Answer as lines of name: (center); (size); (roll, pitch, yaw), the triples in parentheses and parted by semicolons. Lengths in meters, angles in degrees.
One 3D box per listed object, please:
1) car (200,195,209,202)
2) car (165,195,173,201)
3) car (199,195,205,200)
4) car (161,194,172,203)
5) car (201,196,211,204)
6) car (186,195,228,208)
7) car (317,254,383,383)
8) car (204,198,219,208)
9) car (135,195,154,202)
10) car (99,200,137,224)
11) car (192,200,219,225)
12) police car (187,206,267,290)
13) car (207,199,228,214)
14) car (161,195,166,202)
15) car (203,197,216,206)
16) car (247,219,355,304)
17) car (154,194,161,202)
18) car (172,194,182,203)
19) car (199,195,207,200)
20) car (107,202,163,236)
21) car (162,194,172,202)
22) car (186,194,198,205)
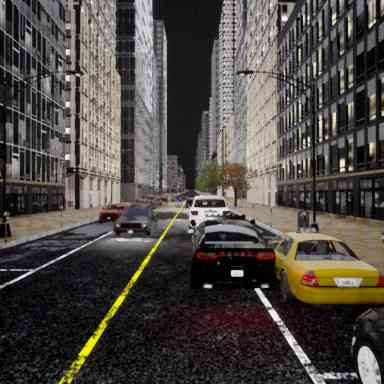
car: (2.763, 1.463, 75.996); (1.947, 1.339, 4.313); (1, 0, 0)
car: (-5.613, 1.407, 81.528); (1.752, 1.417, 4.829); (1, 0, 0)
car: (2.778, 1.430, 93.019); (1.802, 1.307, 4.206); (1, 0, 0)
car: (-5.626, 1.241, 64.670); (2.192, 1.841, 5.009); (1, 0, 0)
car: (2.753, 1.451, 64.817); (1.752, 1.417, 4.829); (1, 0, 0)
car: (0.916, 1.218, 19.166); (2.150, 2.045, 5.566); (0, 0, 0)
car: (2.697, 1.551, 2.222); (2.008, 1.369, 4.403); (0, 0, 0)
car: (2.737, 1.542, 47.622); (1.802, 1.307, 4.206); (1, 0, 0)
car: (-5.652, 1.416, 36.293); (1.967, 1.590, 4.097); (0, 0, 0)
car: (-5.663, 1.533, 24.940); (1.887, 1.381, 4.507); (0, 0, 0)
car: (0.921, 1.466, 25.136); (1.882, 1.535, 5.008); (0, 0, 0)
police car: (0.907, 1.424, 9.246); (1.930, 1.638, 5.238); (0, 0, 0)
car: (2.727, 1.542, 36.273); (1.947, 1.339, 4.313); (0, 0, 0)
car: (-5.638, 1.532, 53.318); (1.802, 1.307, 4.206); (1, 0, 0)
car: (2.743, 1.532, 53.297); (1.802, 1.307, 4.206); (1, 0, 0)
car: (2.702, 1.524, 8.069); (1.752, 1.417, 4.829); (0, 0, 0)
car: (-5.646, 1.284, 41.968); (2.192, 1.841, 5.009); (0, 0, 0)
car: (-2.944, 1.451, 65.064); (1.812, 1.442, 4.674); (0, 0, 0)
car: (2.773, 1.410, 87.346); (1.887, 1.381, 4.507); (1, 0, 0)
car: (-2.985, 1.541, 18.823); (2.033, 1.411, 5.357); (0, 0, 0)
car: (-5.617, 1.338, 76.021); (1.967, 1.590, 4.097); (1, 0, 0)
car: (0.051, 1.289, 59.590); (2.097, 1.767, 4.553); (0, 0, 0)
